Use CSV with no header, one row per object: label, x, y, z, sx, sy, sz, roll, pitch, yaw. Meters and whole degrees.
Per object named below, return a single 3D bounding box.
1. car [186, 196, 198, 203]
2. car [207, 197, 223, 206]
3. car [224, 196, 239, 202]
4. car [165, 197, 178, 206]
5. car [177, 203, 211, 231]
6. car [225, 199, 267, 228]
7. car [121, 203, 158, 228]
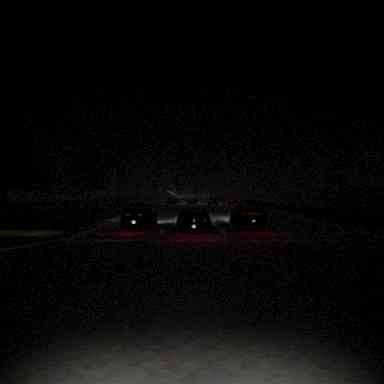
car,0.017,1.464,55.847,2.128,1.511,4.902,0,0,0
car,3.517,1.520,55.846,2.033,1.411,5.357,0,0,0
car,7.017,1.498,56.262,1.812,1.442,4.674,0,0,0
car,-3.483,1.520,55.848,2.033,1.411,5.357,0,0,0
car,0.106,1.591,20.478,1.895,1.301,4.718,0,0,0
car,3.608,1.480,21.846,2.128,1.511,4.902,0,0,0
car,-3.393,1.494,21.800,1.837,1.490,4.892,0,0,0
